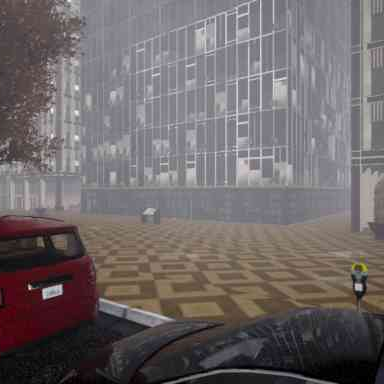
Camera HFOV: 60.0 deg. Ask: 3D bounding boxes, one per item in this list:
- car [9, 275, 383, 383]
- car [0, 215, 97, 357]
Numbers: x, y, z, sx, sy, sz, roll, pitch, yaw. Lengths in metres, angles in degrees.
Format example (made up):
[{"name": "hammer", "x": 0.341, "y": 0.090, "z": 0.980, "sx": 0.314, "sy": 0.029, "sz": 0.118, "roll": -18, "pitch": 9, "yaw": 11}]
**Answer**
[{"name": "car", "x": 0.827, "y": 1.566, "z": 2.287, "sx": 4.313, "sy": 1.339, "sz": 1.947, "roll": 0, "pitch": 0, "yaw": 36}, {"name": "car", "x": -3.665, "y": 1.315, "z": 5.501, "sx": 5.009, "sy": 1.841, "sz": 2.192, "roll": 0, "pitch": 0, "yaw": 36}]
